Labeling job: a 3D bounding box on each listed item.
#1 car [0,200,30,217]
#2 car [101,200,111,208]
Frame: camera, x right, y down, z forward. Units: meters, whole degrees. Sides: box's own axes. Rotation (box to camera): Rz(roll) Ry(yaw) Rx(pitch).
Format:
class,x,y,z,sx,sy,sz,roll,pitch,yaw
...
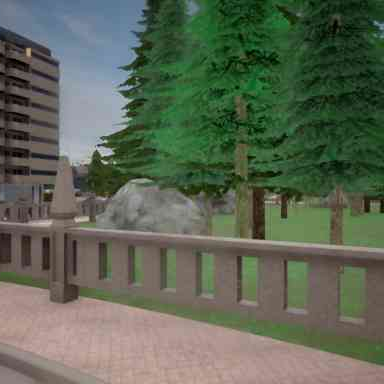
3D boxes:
class,x,y,z,sx,sy,sz,roll,pitch,yaw
car,-17.348,1.619,32.241,1.994,1.385,4.181,0,0,26
car,-11.008,1.409,45.531,2.097,1.767,4.553,0,0,26
